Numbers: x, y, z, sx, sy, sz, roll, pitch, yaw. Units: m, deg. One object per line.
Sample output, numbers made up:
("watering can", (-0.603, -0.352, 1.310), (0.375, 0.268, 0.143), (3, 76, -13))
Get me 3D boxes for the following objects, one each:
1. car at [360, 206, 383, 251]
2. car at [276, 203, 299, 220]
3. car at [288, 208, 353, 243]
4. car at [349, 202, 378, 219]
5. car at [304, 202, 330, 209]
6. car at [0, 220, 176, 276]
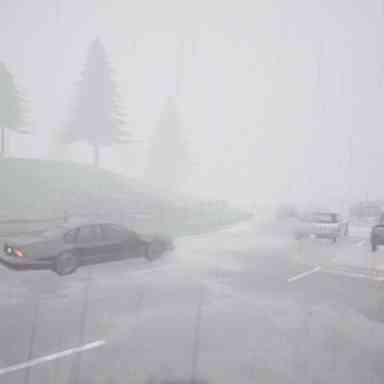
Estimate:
("car", (8.630, 1.551, 13.719), (2.128, 1.511, 4.902), (0, 0, 35))
("car", (8.607, 1.711, 29.926), (2.033, 1.411, 5.357), (0, 0, 14))
("car", (6.620, 1.687, 16.770), (1.895, 1.301, 4.718), (0, 0, 33))
("car", (15.656, 1.631, 30.258), (2.128, 1.511, 4.902), (0, 0, 12))
("car", (12.713, 1.700, 33.862), (1.812, 1.442, 4.674), (0, 0, 7))
("car", (-3.072, 1.631, 10.714), (5.357, 1.411, 2.033), (0, 0, -42))
